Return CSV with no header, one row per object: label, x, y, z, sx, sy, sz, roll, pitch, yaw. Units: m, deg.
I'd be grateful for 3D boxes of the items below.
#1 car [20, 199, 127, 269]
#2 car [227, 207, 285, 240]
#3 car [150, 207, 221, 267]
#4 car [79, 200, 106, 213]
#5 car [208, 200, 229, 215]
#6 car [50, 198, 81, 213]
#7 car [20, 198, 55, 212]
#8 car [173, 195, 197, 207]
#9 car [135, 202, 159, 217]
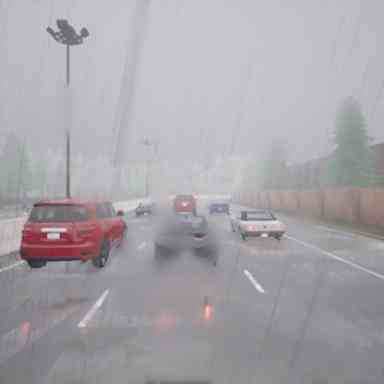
car,-3.701,1.242,11.388,2.150,2.045,5.566,0,0,-2
car,3.179,1.624,17.076,1.895,1.301,4.718,0,0,-1
car,-0.197,1.509,11.452,2.128,1.511,4.902,0,0,-1
car,-11.593,1.666,39.236,1.895,1.301,4.718,0,0,-1
car,2.716,1.527,34.899,1.882,1.535,5.008,0,0,-1
car,-15.111,1.547,39.965,1.882,1.535,5.008,0,0,-1
car,-18.622,1.564,40.430,2.128,1.511,4.902,0,0,-1
car,-0.729,1.269,32.713,2.150,2.045,5.566,0,0,-1
car,-4.215,1.651,32.077,1.895,1.301,4.718,0,0,-1
